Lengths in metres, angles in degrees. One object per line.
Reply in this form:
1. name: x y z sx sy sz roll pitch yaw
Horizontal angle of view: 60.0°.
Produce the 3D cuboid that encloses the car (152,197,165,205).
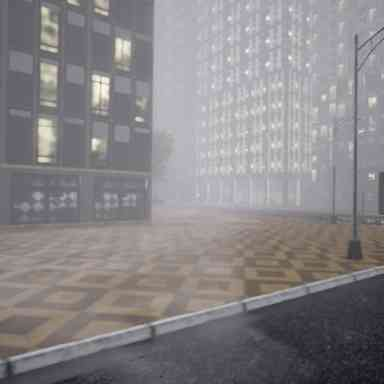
1. car: -6.420 1.484 56.801 1.895 1.301 4.718 1 0 -36
